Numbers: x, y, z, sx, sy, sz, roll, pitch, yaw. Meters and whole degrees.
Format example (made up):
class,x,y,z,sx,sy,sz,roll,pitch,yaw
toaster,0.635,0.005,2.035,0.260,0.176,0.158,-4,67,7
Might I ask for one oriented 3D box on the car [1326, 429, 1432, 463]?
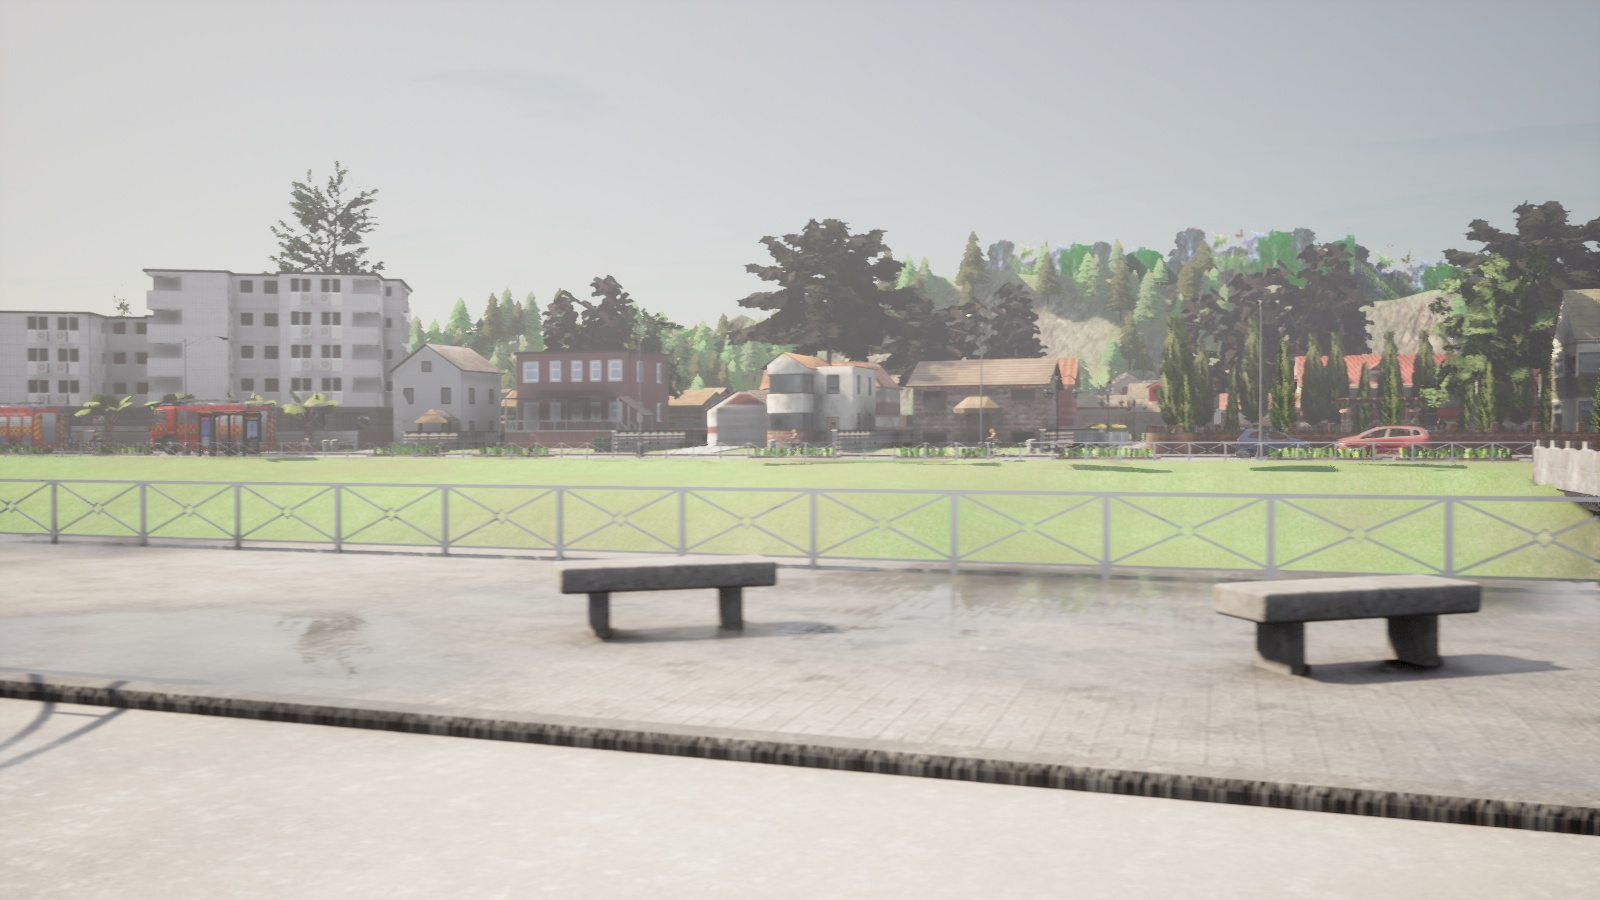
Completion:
class,x,y,z,sx,sy,sz,roll,pitch,yaw
car,29.071,-0.232,63.234,4.611,1.667,2.242,1,1,19

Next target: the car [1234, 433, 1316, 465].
class,x,y,z,sx,sy,sz,roll,pitch,yaw
car,23.052,-0.050,61.042,3.633,1.501,1.845,1,1,19

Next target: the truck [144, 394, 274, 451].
class,x,y,z,sx,sy,sz,roll,pitch,yaw
truck,-40.843,-1.887,86.756,8.468,3.827,2.891,0,1,19
